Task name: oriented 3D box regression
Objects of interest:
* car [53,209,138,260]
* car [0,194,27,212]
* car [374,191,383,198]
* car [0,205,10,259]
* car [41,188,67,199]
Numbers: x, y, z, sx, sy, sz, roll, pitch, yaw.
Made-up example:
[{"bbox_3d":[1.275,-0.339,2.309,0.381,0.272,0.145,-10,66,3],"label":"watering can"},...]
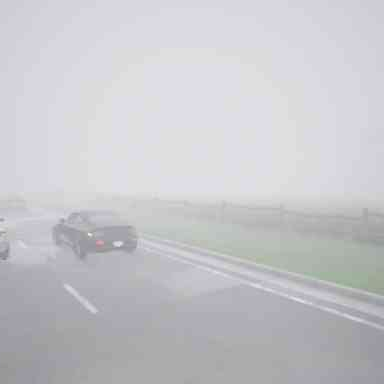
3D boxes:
[{"bbox_3d":[-3.483,1.315,11.652,1.812,1.442,4.674,-1,1,-35],"label":"car"},{"bbox_3d":[-15.991,0.947,29.499,1.882,1.535,5.008,-1,1,-35],"label":"car"},{"bbox_3d":[32.477,0.236,54.476,1.932,1.855,4.605,-1,1,-35],"label":"car"},{"bbox_3d":[-7.179,1.329,10.832,1.812,1.442,4.674,-1,1,-35],"label":"car"},{"bbox_3d":[-22.076,0.253,53.541,3.866,1.878,1.905,-1,1,-35],"label":"car"}]
